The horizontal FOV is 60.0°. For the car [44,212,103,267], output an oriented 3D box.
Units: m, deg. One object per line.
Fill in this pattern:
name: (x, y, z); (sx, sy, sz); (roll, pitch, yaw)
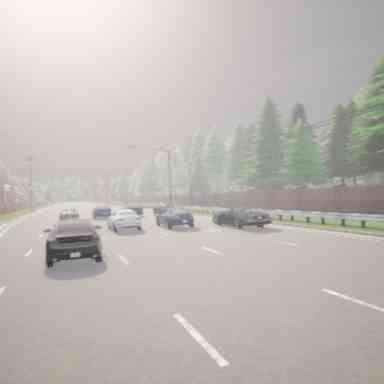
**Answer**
car: (-4.624, 1.814, 13.021); (1.837, 1.490, 4.892); (-2, 0, -20)

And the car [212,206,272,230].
car: (3.154, 1.641, 22.190); (2.033, 1.411, 5.357); (-2, -1, -21)

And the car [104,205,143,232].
car: (-4.784, 1.939, 23.415); (1.812, 1.442, 4.674); (-2, -1, -21)

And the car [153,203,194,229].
car: (-1.286, 1.810, 24.053); (1.812, 1.442, 4.674); (-2, -1, -21)

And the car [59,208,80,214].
car: (-11.955, 2.326, 32.537); (2.033, 1.411, 5.357); (-2, -1, -21)

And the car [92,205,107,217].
car: (-10.376, 2.250, 38.264); (1.882, 1.535, 5.008); (-2, 0, -21)

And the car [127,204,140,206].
car: (-7.116, 2.136, 39.533); (1.882, 1.535, 5.008); (-2, -1, -21)
